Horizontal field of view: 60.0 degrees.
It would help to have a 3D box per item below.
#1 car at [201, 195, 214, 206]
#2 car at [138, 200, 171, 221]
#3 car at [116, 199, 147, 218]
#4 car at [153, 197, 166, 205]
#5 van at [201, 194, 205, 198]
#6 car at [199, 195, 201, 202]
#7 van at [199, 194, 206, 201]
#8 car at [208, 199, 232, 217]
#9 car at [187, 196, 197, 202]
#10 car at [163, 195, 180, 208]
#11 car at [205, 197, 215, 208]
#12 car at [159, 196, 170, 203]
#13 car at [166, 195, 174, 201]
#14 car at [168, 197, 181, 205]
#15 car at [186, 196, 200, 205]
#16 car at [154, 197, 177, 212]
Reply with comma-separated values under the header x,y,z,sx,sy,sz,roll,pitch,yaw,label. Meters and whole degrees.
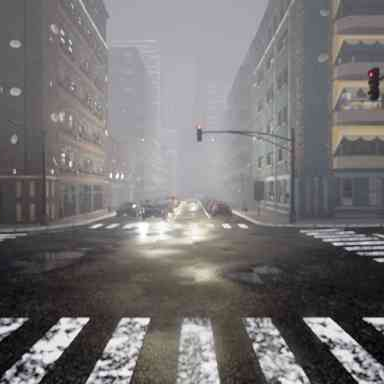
x,y,z,sx,sy,sz,roll,pitch,yaw,label
2.702,1.535,46.998,1.887,1.381,4.507,0,0,0,car
-3.035,1.591,27.619,1.895,1.301,4.718,0,0,-1,car
-5.685,1.556,30.443,1.947,1.339,4.313,0,0,0,car
-5.674,1.537,58.061,1.887,1.381,4.507,0,0,0,car
2.703,1.333,52.521,1.690,1.788,3.998,0,0,0,van
2.707,1.558,58.045,1.947,1.339,4.313,0,0,0,car
2.715,1.344,85.663,1.690,1.788,3.998,-1,0,0,van
2.696,1.572,30.428,1.802,1.307,4.206,0,0,0,car
0.028,1.423,69.920,1.895,1.301,4.718,0,0,0,car
-3.036,1.343,47.499,2.097,1.767,4.553,0,0,0,car
2.698,1.556,35.951,1.947,1.339,4.313,0,0,0,car
-5.670,1.577,69.107,1.802,1.307,4.206,0,0,0,car
-5.665,1.528,85.508,1.752,1.417,4.829,0,0,0,car
-2.977,1.540,58.036,2.033,1.411,5.357,0,0,0,car
0.023,1.519,59.884,1.812,1.442,4.674,0,0,0,car
-3.080,1.554,37.449,1.994,1.385,4.181,0,0,0,car
